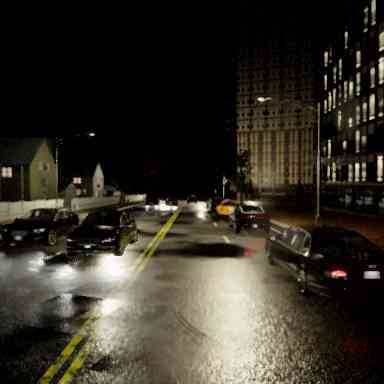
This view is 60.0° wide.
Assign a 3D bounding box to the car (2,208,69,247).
[{"bbox_3d":[-6.597,1.484,15.073,2.128,1.511,4.902,0,0,0],"label":"car"}]

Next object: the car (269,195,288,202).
[{"bbox_3d":[23.028,1.707,88.889,5.009,1.841,2.192,0,2,20],"label":"car"}]

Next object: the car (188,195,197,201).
[{"bbox_3d":[0.013,1.418,78.672,2.033,1.411,5.357,0,0,0],"label":"car"}]

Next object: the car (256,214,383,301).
[{"bbox_3d":[3.251,1.541,8.521,2.033,1.411,5.357,0,0,0],"label":"car"}]

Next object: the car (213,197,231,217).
[{"bbox_3d":[3.254,1.450,30.719,1.801,1.575,5.366,0,0,0],"label":"car"}]

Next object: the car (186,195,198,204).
[{"bbox_3d":[0.010,1.508,61.601,2.128,1.511,4.902,0,0,0],"label":"car"}]

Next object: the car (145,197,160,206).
[{"bbox_3d":[-6.557,1.536,55.554,1.812,1.442,4.674,0,0,0],"label":"car"}]

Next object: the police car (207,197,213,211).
[{"bbox_3d":[3.256,1.425,41.643,1.930,1.638,5.238,0,0,0],"label":"police car"}]

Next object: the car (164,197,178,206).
[{"bbox_3d":[-3.311,1.499,53.623,2.128,1.511,4.902,0,0,0],"label":"car"}]

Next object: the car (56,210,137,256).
[{"bbox_3d":[-3.348,1.497,13.093,1.837,1.490,4.892,0,0,0],"label":"car"}]

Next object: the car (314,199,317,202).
[{"bbox_3d":[33.673,2.021,84.995,4.507,1.381,1.887,0,2,20],"label":"car"}]

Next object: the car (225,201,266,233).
[{"bbox_3d":[3.252,1.496,19.525,1.837,1.490,4.892,0,0,0],"label":"car"}]
